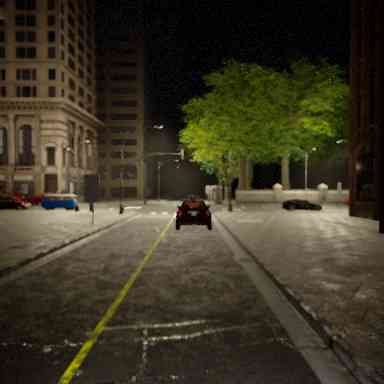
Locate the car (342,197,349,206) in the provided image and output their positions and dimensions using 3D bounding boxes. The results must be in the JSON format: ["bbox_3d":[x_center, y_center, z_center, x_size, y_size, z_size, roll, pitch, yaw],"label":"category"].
[{"bbox_3d":[23.157,1.045,45.232,5.009,1.841,2.192,0,1,0],"label":"car"}]

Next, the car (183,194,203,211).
[{"bbox_3d":[0.100,1.133,38.117,2.097,1.767,4.553,0,0,0],"label":"car"}]

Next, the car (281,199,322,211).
[{"bbox_3d":[12.077,1.448,36.769,4.313,1.339,1.947,0,1,0],"label":"car"}]

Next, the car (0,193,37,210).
[{"bbox_3d":[-20.021,1.262,36.926,4.097,1.590,1.967,0,1,0],"label":"car"}]

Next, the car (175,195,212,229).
[{"bbox_3d":[0.098,1.231,20.510,2.097,1.767,4.553,0,0,0],"label":"car"}]

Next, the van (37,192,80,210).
[{"bbox_3d":[-14.580,1.171,36.897,3.998,1.788,1.690,0,1,0],"label":"van"}]
